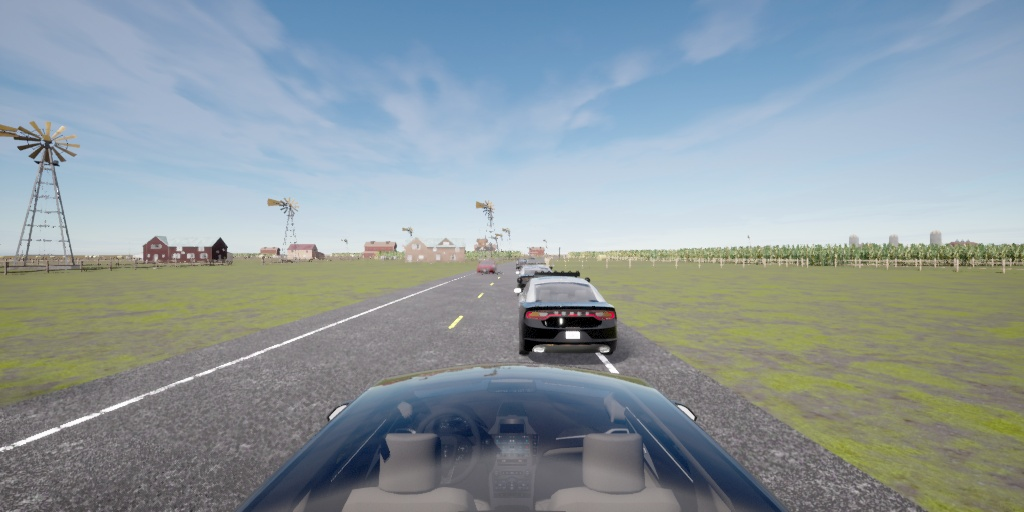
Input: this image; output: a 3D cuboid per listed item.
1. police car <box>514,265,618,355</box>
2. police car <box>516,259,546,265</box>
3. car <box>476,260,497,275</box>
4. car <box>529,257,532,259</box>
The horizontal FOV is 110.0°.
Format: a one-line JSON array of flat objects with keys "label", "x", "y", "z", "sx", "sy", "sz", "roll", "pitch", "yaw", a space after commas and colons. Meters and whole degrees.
[{"label": "police car", "x": 1.084, "y": 1.176, "z": 8.837, "sx": 1.930, "sy": 1.638, "sz": 5.238, "roll": 0, "pitch": 0, "yaw": 1}, {"label": "police car", "x": 1.226, "y": 1.173, "z": 18.806, "sx": 1.930, "sy": 1.638, "sz": 5.238, "roll": 0, "pitch": 0, "yaw": 1}, {"label": "car", "x": -2.668, "y": 1.212, "z": 38.675, "sx": 1.882, "sy": 1.535, "sz": 5.008, "roll": 0, "pitch": 0, "yaw": 2}, {"label": "car", "x": 1.594, "y": 1.209, "z": 53.944, "sx": 2.128, "sy": 1.511, "sz": 4.902, "roll": 0, "pitch": 0, "yaw": 4}]
